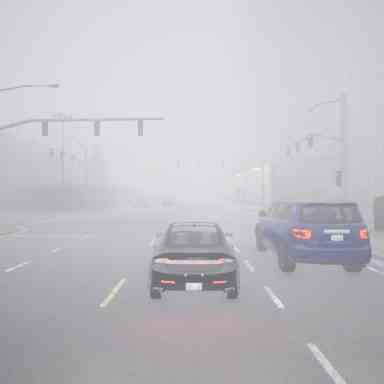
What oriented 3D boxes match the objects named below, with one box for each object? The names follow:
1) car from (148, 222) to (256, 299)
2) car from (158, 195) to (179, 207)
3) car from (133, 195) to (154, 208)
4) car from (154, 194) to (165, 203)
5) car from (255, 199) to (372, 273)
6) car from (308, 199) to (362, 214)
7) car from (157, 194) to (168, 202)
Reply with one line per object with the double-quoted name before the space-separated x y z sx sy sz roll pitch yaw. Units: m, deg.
"car" 0.053 1.491 8.417 2.128 1.511 4.902 0 0 0
"car" -3.608 1.547 51.909 2.033 1.411 5.357 0 0 0
"car" -7.116 1.352 47.951 2.097 1.767 4.553 0 0 0
"car" -7.070 1.350 64.276 2.097 1.767 4.553 0 0 0
"car" 3.567 1.221 10.862 2.150 2.045 5.566 0 0 0
"car" 15.244 1.546 35.662 4.902 1.511 2.128 0 0 0
"car" -7.033 1.351 79.080 2.097 1.767 4.553 0 0 0
